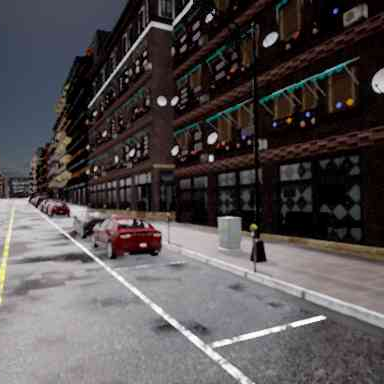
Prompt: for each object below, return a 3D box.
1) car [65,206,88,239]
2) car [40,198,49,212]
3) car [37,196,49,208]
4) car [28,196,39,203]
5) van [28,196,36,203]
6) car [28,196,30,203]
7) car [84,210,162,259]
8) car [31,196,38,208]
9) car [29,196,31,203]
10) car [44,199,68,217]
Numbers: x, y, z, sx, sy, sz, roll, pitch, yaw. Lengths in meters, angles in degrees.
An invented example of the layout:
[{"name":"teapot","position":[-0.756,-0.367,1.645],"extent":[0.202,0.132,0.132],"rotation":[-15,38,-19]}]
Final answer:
[{"name":"car","position":[-5.191,1.613,17.595],"extent":[2.008,1.369,4.403],"rotation":[1,-1,-28]},{"name":"car","position":[-15.518,1.710,37.159],"extent":[1.887,1.381,4.507],"rotation":[1,-1,-28]},{"name":"car","position":[-18.092,1.636,42.055],"extent":[1.967,1.590,4.097],"rotation":[1,-1,-28]},{"name":"car","position":[-38.787,1.810,81.169],"extent":[2.192,1.841,5.009],"rotation":[1,-1,-28]},{"name":"van","position":[-41.370,1.883,86.060],"extent":[1.690,1.788,3.998],"rotation":[1,-1,-28]},{"name":"car","position":[-33.626,1.991,71.382],"extent":[1.802,1.307,4.206],"rotation":[1,-1,-28]},{"name":"car","position":[-2.608,1.586,12.704],"extent":[1.887,1.381,4.507],"rotation":[1,-1,-28]},{"name":"car","position":[-23.292,1.575,51.820],"extent":[2.192,1.841,5.009],"rotation":[1,-1,-28]},{"name":"car","position":[-28.459,1.771,61.601],"extent":[1.967,1.590,4.097],"rotation":[1,-1,-28]},{"name":"car","position":[-12.936,1.682,32.268],"extent":[1.887,1.381,4.507],"rotation":[1,-1,-28]}]
